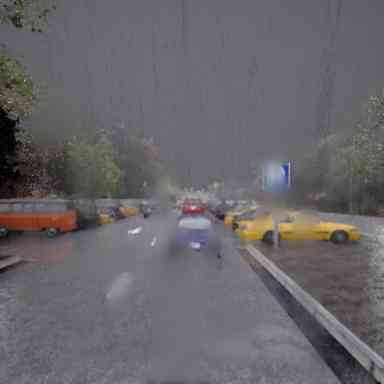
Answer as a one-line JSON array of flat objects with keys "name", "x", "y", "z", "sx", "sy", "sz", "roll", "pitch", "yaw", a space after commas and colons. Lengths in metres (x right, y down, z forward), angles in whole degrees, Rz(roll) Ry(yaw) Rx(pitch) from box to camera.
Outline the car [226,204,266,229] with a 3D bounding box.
[{"name": "car", "x": 4.544, "y": 1.587, "z": 17.828, "sx": 4.892, "sy": 1.521, "sz": 2.231, "roll": 0, "pitch": -1, "yaw": 0}]

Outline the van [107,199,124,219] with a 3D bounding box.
[{"name": "van", "x": -8.642, "y": 1.596, "z": 29.138, "sx": 4.442, "sy": 1.987, "sz": 1.878, "roll": 0, "pitch": -1, "yaw": 0}]

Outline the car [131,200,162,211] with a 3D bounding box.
[{"name": "car", "x": -8.480, "y": 2.472, "z": 62.227, "sx": 5.566, "sy": 2.045, "sz": 2.435, "roll": 0, "pitch": -2, "yaw": 0}]

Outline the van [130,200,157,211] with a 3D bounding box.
[{"name": "van", "x": -8.626, "y": 2.390, "z": 59.458, "sx": 4.442, "sy": 1.987, "sz": 1.878, "roll": 0, "pitch": -2, "yaw": 0}]

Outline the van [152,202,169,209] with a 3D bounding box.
[{"name": "van", "x": -8.610, "y": 3.577, "z": 90.033, "sx": 4.442, "sy": 1.987, "sz": 1.878, "roll": 0, "pitch": -2, "yaw": 0}]

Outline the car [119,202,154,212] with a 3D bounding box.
[{"name": "car", "x": -8.519, "y": 2.325, "z": 51.288, "sx": 5.008, "sy": 1.535, "sz": 2.097, "roll": 0, "pitch": -1, "yaw": 0}]

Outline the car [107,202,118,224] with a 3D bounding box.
[{"name": "car", "x": -8.343, "y": 1.694, "z": 23.596, "sx": 5.366, "sy": 1.575, "sz": 1.946, "roll": 0, "pitch": -1, "yaw": 0}]

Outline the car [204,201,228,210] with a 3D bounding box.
[{"name": "car", "x": 4.605, "y": 2.701, "z": 64.983, "sx": 4.553, "sy": 1.767, "sz": 2.185, "roll": 0, "pitch": -2, "yaw": 0}]

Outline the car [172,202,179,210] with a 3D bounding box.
[{"name": "car", "x": -3.462, "y": 3.237, "z": 74.470, "sx": 2.033, "sy": 1.411, "sz": 5.357, "roll": 0, "pitch": -2, "yaw": 0}]

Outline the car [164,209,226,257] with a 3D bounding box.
[{"name": "car", "x": 0.100, "y": 1.569, "z": 12.904, "sx": 1.812, "sy": 1.442, "sz": 4.674, "roll": 0, "pitch": -1, "yaw": 0}]

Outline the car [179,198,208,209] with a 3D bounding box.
[{"name": "car", "x": 0.115, "y": 1.646, "z": 32.916, "sx": 2.150, "sy": 2.045, "sz": 5.566, "roll": 0, "pitch": -1, "yaw": 0}]

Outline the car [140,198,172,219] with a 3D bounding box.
[{"name": "car", "x": -3.581, "y": 1.671, "z": 33.935, "sx": 2.150, "sy": 2.045, "sz": 5.566, "roll": 0, "pitch": -1, "yaw": 0}]

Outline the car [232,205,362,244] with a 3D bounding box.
[{"name": "car", "x": 4.733, "y": 1.544, "z": 15.059, "sx": 5.366, "sy": 1.575, "sz": 1.946, "roll": 0, "pitch": -1, "yaw": 0}]

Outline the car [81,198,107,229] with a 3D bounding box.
[{"name": "car", "x": -8.557, "y": 1.389, "z": 20.833, "sx": 5.566, "sy": 2.045, "sz": 2.435, "roll": 0, "pitch": -1, "yaw": 0}]

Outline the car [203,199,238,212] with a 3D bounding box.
[{"name": "car", "x": 4.539, "y": 2.144, "z": 53.891, "sx": 5.566, "sy": 2.045, "sz": 2.435, "roll": 0, "pitch": -2, "yaw": 0}]

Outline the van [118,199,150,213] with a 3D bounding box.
[{"name": "van", "x": -8.398, "y": 2.036, "z": 48.524, "sx": 4.442, "sy": 1.987, "sz": 1.878, "roll": 0, "pitch": -1, "yaw": 0}]

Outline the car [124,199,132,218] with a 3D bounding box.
[{"name": "car", "x": -8.492, "y": 1.759, "z": 31.905, "sx": 4.553, "sy": 1.767, "sz": 2.185, "roll": 0, "pitch": -1, "yaw": 0}]

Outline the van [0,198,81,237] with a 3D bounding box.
[{"name": "van", "x": -8.648, "y": 1.366, "z": 17.941, "sx": 4.442, "sy": 1.987, "sz": 1.878, "roll": 0, "pitch": -1, "yaw": 0}]

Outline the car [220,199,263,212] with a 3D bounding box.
[{"name": "car", "x": 4.521, "y": 1.564, "z": 23.378, "sx": 4.553, "sy": 1.767, "sz": 2.185, "roll": 0, "pitch": -1, "yaw": 0}]

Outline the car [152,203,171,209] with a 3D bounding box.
[{"name": "car", "x": -8.497, "y": 3.910, "z": 92.791, "sx": 5.008, "sy": 1.535, "sz": 2.097, "roll": 0, "pitch": -2, "yaw": 0}]

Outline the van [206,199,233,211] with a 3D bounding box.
[{"name": "van", "x": 4.686, "y": 2.277, "z": 56.664, "sx": 4.442, "sy": 1.987, "sz": 1.878, "roll": 0, "pitch": -2, "yaw": 0}]

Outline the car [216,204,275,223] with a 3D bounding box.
[{"name": "car", "x": 4.525, "y": 1.842, "z": 28.922, "sx": 4.792, "sy": 1.488, "sz": 2.163, "roll": 0, "pitch": -1, "yaw": 0}]

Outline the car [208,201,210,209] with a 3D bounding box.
[{"name": "car", "x": 4.554, "y": 2.002, "z": 37.249, "sx": 5.008, "sy": 1.535, "sz": 2.097, "roll": 0, "pitch": -1, "yaw": 0}]

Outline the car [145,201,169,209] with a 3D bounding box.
[{"name": "car", "x": -8.470, "y": 3.229, "z": 81.730, "sx": 5.566, "sy": 2.045, "sz": 2.435, "roll": 0, "pitch": -2, "yaw": 0}]

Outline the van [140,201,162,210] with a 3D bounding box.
[{"name": "van", "x": -8.620, "y": 2.820, "z": 70.530, "sx": 4.442, "sy": 1.987, "sz": 1.878, "roll": 0, "pitch": -2, "yaw": 0}]

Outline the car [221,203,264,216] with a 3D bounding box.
[{"name": "car", "x": 4.544, "y": 1.633, "z": 20.600, "sx": 5.008, "sy": 1.535, "sz": 2.097, "roll": 0, "pitch": -1, "yaw": 0}]

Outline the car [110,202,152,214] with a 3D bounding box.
[{"name": "car", "x": -8.332, "y": 2.196, "z": 45.752, "sx": 5.366, "sy": 1.575, "sz": 1.946, "roll": 0, "pitch": -1, "yaw": 0}]

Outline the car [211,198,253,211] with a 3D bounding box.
[{"name": "car", "x": 4.582, "y": 1.498, "z": 26.152, "sx": 5.566, "sy": 2.045, "sz": 2.435, "roll": 0, "pitch": -1, "yaw": 0}]

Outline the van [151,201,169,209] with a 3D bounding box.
[{"name": "van", "x": -8.378, "y": 3.470, "z": 87.264, "sx": 4.442, "sy": 1.987, "sz": 1.878, "roll": 0, "pitch": -2, "yaw": 0}]

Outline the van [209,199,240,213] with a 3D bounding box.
[{"name": "van", "x": 4.681, "y": 2.029, "z": 48.356, "sx": 4.442, "sy": 1.987, "sz": 1.878, "roll": 0, "pitch": -1, "yaw": 0}]

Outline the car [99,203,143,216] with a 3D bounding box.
[{"name": "car", "x": -8.513, "y": 2.074, "z": 40.211, "sx": 4.892, "sy": 1.521, "sz": 2.231, "roll": 0, "pitch": -1, "yaw": 0}]

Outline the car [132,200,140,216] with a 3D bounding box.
[{"name": "car", "x": -8.516, "y": 2.010, "z": 37.442, "sx": 5.008, "sy": 1.535, "sz": 2.097, "roll": 0, "pitch": -1, "yaw": 0}]

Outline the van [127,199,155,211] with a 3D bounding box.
[{"name": "van", "x": -8.627, "y": 2.287, "z": 56.815, "sx": 4.442, "sy": 1.987, "sz": 1.878, "roll": 0, "pitch": -2, "yaw": 0}]

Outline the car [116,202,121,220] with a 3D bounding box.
[{"name": "car", "x": -8.520, "y": 1.759, "z": 26.363, "sx": 4.892, "sy": 1.521, "sz": 2.231, "roll": 0, "pitch": -1, "yaw": 0}]

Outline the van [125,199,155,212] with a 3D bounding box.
[{"name": "van", "x": -8.396, "y": 2.174, "z": 53.914, "sx": 4.442, "sy": 1.987, "sz": 1.878, "roll": 0, "pitch": -2, "yaw": 0}]
